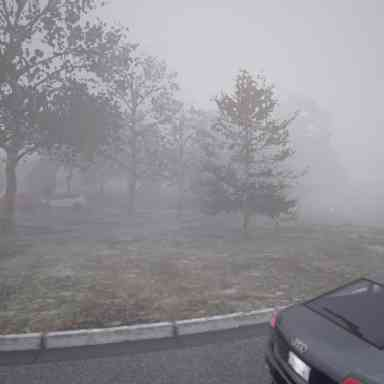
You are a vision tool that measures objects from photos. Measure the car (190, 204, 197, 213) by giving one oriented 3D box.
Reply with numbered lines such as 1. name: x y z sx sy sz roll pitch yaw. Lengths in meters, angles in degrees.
1. car: 2.197 1.555 36.780 5.008 1.535 1.882 1 0 24

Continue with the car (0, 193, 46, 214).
1. car: -17.896 1.167 32.689 2.150 2.045 5.566 -1 0 45

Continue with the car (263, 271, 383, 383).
1. car: 2.919 1.564 3.558 4.181 1.385 1.994 0 0 -14

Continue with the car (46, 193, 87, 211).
1. car: -15.057 1.140 38.568 5.566 2.045 2.150 0 0 -26

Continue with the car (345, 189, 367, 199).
1. car: 25.133 0.186 50.955 2.033 1.411 5.357 0 5 41
